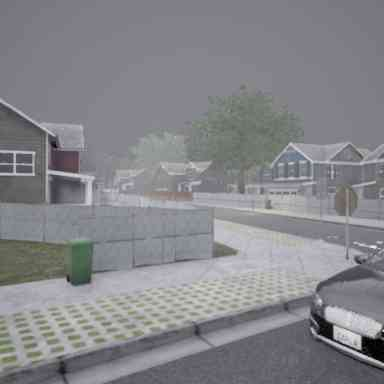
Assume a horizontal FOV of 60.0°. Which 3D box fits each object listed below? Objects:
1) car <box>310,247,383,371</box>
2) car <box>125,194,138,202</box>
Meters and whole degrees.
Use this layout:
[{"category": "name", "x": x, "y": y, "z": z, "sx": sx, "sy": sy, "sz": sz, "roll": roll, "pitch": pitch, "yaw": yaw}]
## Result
[{"category": "car", "x": 3.972, "y": 1.481, "z": 5.257, "sx": 4.902, "sy": 1.511, "sz": 2.128, "roll": 0, "pitch": 0, "yaw": -31}, {"category": "car", "x": -9.387, "y": 0.945, "z": 52.769, "sx": 2.033, "sy": 1.411, "sz": 5.357, "roll": 0, "pitch": 1, "yaw": -29}]
